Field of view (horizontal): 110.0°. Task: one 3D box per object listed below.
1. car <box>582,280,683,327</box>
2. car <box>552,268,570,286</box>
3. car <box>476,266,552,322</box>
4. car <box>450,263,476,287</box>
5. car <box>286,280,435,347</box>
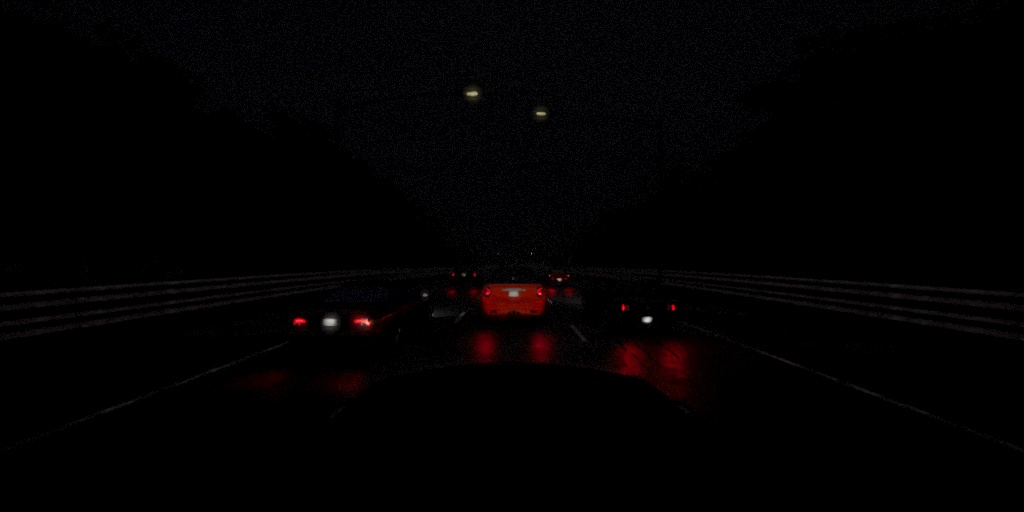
[{"bbox_3d":[3.565,1.408,11.635,1.895,1.301,4.718,0,-1,0],"label":"car"},{"bbox_3d":[3.582,1.656,29.104,1.812,1.442,4.674,0,-1,0],"label":"car"},{"bbox_3d":[0.072,1.171,12.780,2.097,1.767,4.553,0,-1,0],"label":"car"},{"bbox_3d":[-3.425,1.450,27.872,2.097,1.767,4.553,0,-2,0],"label":"car"},{"bbox_3d":[-3.453,1.334,9.345,2.033,1.411,5.357,0,0,0],"label":"car"}]
